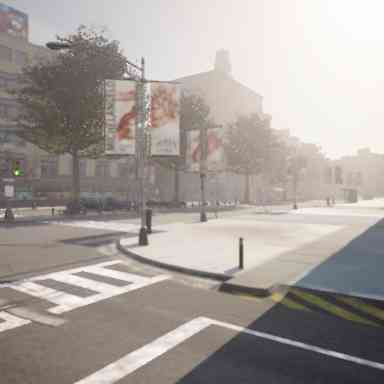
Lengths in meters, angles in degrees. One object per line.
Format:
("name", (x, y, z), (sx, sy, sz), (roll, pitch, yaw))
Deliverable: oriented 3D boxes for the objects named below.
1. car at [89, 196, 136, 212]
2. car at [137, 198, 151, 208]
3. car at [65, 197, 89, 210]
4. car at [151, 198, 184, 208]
("car", (-9.255, 1.348, 39.075), (2.097, 1.767, 4.553), (0, 0, 36))
("car", (-6.471, 1.597, 49.044), (1.895, 1.301, 4.718), (0, 0, 36))
("car", (-12.895, 1.347, 39.981), (2.097, 1.767, 4.553), (0, 0, 36))
("car", (-3.227, 1.598, 47.564), (1.895, 1.301, 4.718), (0, 0, 36))
